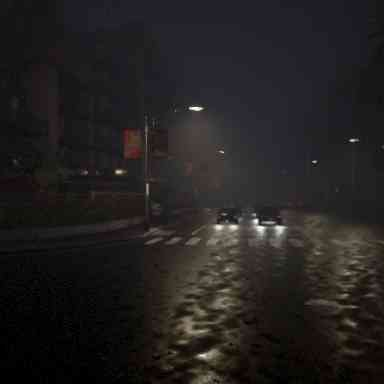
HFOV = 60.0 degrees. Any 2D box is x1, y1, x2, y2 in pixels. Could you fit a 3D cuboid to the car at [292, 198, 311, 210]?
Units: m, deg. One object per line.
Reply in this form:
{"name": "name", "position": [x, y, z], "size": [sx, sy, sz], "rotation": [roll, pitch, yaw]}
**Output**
{"name": "car", "position": [18.445, 1.995, 56.042], "size": [2.150, 2.045, 5.566], "rotation": [-1, -1, 6]}

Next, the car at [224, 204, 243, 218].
{"name": "car", "position": [4.914, 2.192, 39.113], "size": [1.994, 1.385, 4.181], "rotation": [-1, -1, 11]}

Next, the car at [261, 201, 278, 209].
{"name": "car", "position": [15.433, 2.514, 66.559], "size": [2.033, 1.411, 5.357], "rotation": [-1, -1, -2]}

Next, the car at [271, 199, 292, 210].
{"name": "car", "position": [14.948, 2.307, 56.255], "size": [2.128, 1.511, 4.902], "rotation": [-1, -1, 6]}

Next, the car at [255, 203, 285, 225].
{"name": "car", "position": [6.659, 1.955, 28.677], "size": [1.812, 1.442, 4.674], "rotation": [-1, -1, 10]}

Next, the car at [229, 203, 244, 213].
{"name": "car", "position": [6.589, 2.344, 48.990], "size": [1.994, 1.385, 4.181], "rotation": [-1, -1, 10]}

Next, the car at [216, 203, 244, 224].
{"name": "car", "position": [3.333, 2.036, 30.008], "size": [2.033, 1.411, 5.357], "rotation": [-1, -1, 10]}

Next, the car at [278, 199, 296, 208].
{"name": "car", "position": [18.931, 2.226, 66.583], "size": [2.097, 1.767, 4.553], "rotation": [-1, -1, -2]}

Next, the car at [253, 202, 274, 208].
{"name": "car", "position": [8.208, 2.168, 37.647], "size": [1.895, 1.301, 4.718], "rotation": [-1, -1, 10]}
